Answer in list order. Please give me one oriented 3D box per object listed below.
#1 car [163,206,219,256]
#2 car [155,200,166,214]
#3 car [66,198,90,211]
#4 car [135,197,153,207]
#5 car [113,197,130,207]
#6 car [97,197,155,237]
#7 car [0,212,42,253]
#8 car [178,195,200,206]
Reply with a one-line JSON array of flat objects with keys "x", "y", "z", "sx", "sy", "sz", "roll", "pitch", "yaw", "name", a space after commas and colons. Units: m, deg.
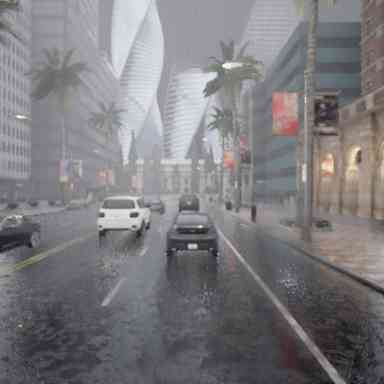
[{"x": -0.010, "y": 1.532, "z": 13.262, "sx": 1.837, "sy": 1.490, "sz": 4.892, "roll": 0, "pitch": 0, "yaw": -1, "name": "car"}, {"x": -3.832, "y": 1.562, "z": 35.523, "sx": 2.128, "sy": 1.511, "sz": 4.902, "roll": 0, "pitch": 0, "yaw": -1, "name": "car"}, {"x": -14.109, "y": 1.560, "z": 41.467, "sx": 2.231, "sy": 1.521, "sz": 4.892, "roll": 0, "pitch": 0, "yaw": -1, "name": "car"}, {"x": -7.777, "y": 1.599, "z": 54.382, "sx": 2.128, "sy": 1.511, "sz": 4.902, "roll": 0, "pitch": 0, "yaw": 0, "name": "car"}, {"x": -11.256, "y": 1.630, "z": 53.454, "sx": 1.812, "sy": 1.442, "sz": 4.674, "roll": 0, "pitch": 0, "yaw": 0, "name": "car"}, {"x": -3.577, "y": 1.258, "z": 18.357, "sx": 2.150, "sy": 2.045, "sz": 5.566, "roll": 0, "pitch": 0, "yaw": -1, "name": "car"}, {"x": -7.185, "y": 1.513, "z": 12.016, "sx": 2.128, "sy": 1.511, "sz": 4.902, "roll": 0, "pitch": 0, "yaw": -1, "name": "car"}, {"x": -0.338, "y": 1.294, "z": 35.967, "sx": 2.150, "sy": 2.045, "sz": 5.566, "roll": 0, "pitch": 0, "yaw": -1, "name": "car"}]
